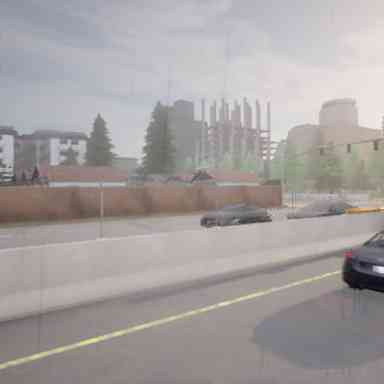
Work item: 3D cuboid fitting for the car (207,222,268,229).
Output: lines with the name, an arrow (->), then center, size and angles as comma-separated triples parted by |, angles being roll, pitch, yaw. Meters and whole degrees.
car -> 2.489, 1.363, 18.713 | 4.181, 1.385, 1.994 | -1, 1, -36

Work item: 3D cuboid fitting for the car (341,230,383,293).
car -> 5.264, 1.430, 7.537 | 4.181, 1.385, 1.994 | -1, 1, -36

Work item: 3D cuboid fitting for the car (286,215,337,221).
car -> 7.079, 1.228, 17.697 | 5.008, 1.535, 1.882 | -1, 1, -36
